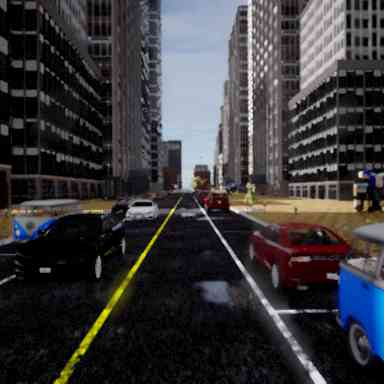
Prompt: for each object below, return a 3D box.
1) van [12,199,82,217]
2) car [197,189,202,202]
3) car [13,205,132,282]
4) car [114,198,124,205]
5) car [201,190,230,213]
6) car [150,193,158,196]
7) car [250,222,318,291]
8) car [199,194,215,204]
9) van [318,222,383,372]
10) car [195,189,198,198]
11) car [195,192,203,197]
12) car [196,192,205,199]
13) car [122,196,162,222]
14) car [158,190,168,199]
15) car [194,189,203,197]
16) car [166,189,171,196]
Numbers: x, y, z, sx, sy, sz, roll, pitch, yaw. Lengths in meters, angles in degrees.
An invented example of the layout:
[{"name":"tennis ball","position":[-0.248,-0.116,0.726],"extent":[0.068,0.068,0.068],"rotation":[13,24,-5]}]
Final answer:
[{"name":"van","position":[-5.856,1.214,13.933],"extent":[1.690,1.788,3.998],"rotation":[0,1,-1]},{"name":"car","position":[2.153,0.797,41.737],"extent":[2.192,1.841,5.009],"rotation":[0,1,-1]},{"name":"car","position":[-3.212,1.382,9.725],"extent":[1.882,1.535,5.008],"rotation":[0,1,0]},{"name":"car","position":[-6.078,1.241,30.551],"extent":[1.947,1.339,4.313],"rotation":[0,1,-1]},{"name":"car","position":[2.301,0.930,30.660],"extent":[2.192,1.841,5.009],"rotation":[0,1,-1]},{"name":"car","position":[-6.300,1.057,47.167],"extent":[1.802,1.307,4.206],"rotation":[0,1,-1]},{"name":"car","position":[2.622,1.423,8.512],"extent":[1.887,1.381,4.507],"rotation":[0,1,-1]},{"name":"car","position":[2.080,0.982,47.279],"extent":[1.947,1.339,4.313],"rotation":[0,1,-1]},{"name":"van","position":[2.786,1.285,2.974],"extent":[1.690,1.788,3.998],"rotation":[0,1,-1]},{"name":"car","position":[2.005,0.664,52.814],"extent":[2.192,1.841,5.009],"rotation":[0,1,-1]},{"name":"car","position":[1.635,0.581,80.509],"extent":[1.947,1.339,4.313],"rotation":[0,1,-1]},{"name":"car","position":[1.781,0.672,69.602],"extent":[1.752,1.417,4.829],"rotation":[0,1,-1]},{"name":"car","position":[-3.376,1.268,23.392],"extent":[1.812,1.442,4.674],"rotation":[0,1,-1]},{"name":"car","position":[-6.596,0.791,69.320],"extent":[1.802,1.307,4.206],"rotation":[0,1,-1]},{"name":"car","position":[1.560,0.263,86.044],"extent":[2.192,1.841,5.009],"rotation":[0,1,-1]},{"name":"car","position":[-6.745,0.657,80.397],"extent":[1.802,1.307,4.206],"rotation":[0,1,-1]}]
